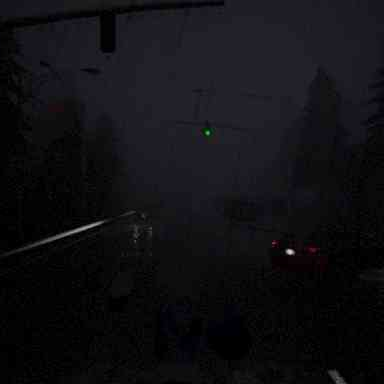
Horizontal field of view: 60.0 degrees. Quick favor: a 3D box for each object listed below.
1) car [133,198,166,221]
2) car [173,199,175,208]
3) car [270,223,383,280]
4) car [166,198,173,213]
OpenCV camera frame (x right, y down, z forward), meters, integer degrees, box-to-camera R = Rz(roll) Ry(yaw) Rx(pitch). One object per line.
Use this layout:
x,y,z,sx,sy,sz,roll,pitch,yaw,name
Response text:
-3.584,1.499,27.093,2.128,1.511,4.902,0,0,0,car
-3.532,1.615,49.407,1.895,1.301,4.718,0,0,0,car
4.416,1.672,10.300,4.181,1.385,1.994,1,0,-33,car
-3.574,1.558,37.471,2.033,1.411,5.357,0,0,0,car
